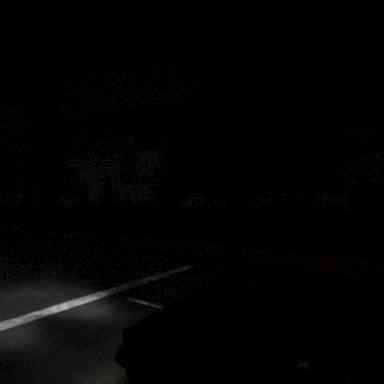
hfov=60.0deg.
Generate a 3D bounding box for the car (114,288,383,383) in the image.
[{"bbox_3d":[1.524,1.600,2.882,4.718,1.301,1.895,0,0,36],"label":"car"}]
